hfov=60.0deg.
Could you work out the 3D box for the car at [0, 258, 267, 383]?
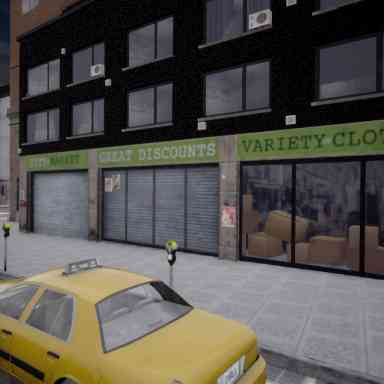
[{"bbox_3d":[-1.540,1.524,4.190,4.829,1.417,1.752,0,1,36],"label":"car"}]
